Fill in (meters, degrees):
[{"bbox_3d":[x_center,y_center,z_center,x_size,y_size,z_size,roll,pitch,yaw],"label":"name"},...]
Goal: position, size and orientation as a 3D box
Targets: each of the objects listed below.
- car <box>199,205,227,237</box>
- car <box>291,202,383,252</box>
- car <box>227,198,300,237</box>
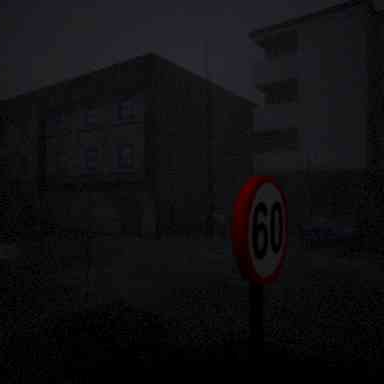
[{"bbox_3d":[2.001,1.410,17.157,3.633,1.501,1.845,0,0,-44],"label":"car"},{"bbox_3d":[6.381,1.347,13.811,4.611,1.667,2.242,0,0,-44],"label":"car"},{"bbox_3d":[3.723,1.241,15.426,3.866,1.878,1.905,0,0,-44],"label":"car"}]
